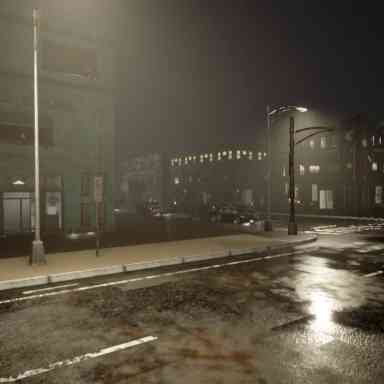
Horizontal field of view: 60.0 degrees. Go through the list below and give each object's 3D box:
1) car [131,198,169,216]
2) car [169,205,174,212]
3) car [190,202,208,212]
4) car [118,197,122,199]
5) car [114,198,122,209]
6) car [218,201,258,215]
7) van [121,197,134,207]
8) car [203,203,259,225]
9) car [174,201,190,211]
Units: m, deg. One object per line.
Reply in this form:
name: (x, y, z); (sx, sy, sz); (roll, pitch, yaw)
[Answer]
car: (-4.814, 1.846, 37.704); (1.967, 1.590, 4.097); (-1, 0, -35)
car: (-4.589, 1.942, 41.889); (1.812, 1.442, 4.674); (-1, 0, -35)
car: (2.014, 1.903, 42.567); (1.802, 1.307, 4.206); (-2, 0, -35)
car: (-14.046, 1.939, 65.110); (2.192, 1.841, 5.009); (-1, 0, -35)
car: (-14.161, 2.145, 55.483); (2.033, 1.411, 5.357); (-1, 0, -35)
car: (5.224, 1.809, 38.058); (2.008, 1.369, 4.403); (-2, 0, -35)
van: (-10.834, 1.906, 60.601); (1.690, 1.788, 3.998); (-1, 0, -35)
car: (3.139, 1.814, 26.330); (1.947, 1.339, 4.313); (-2, 0, -35)
car: (-1.196, 1.965, 47.075); (1.802, 1.307, 4.206); (-2, 0, -35)
